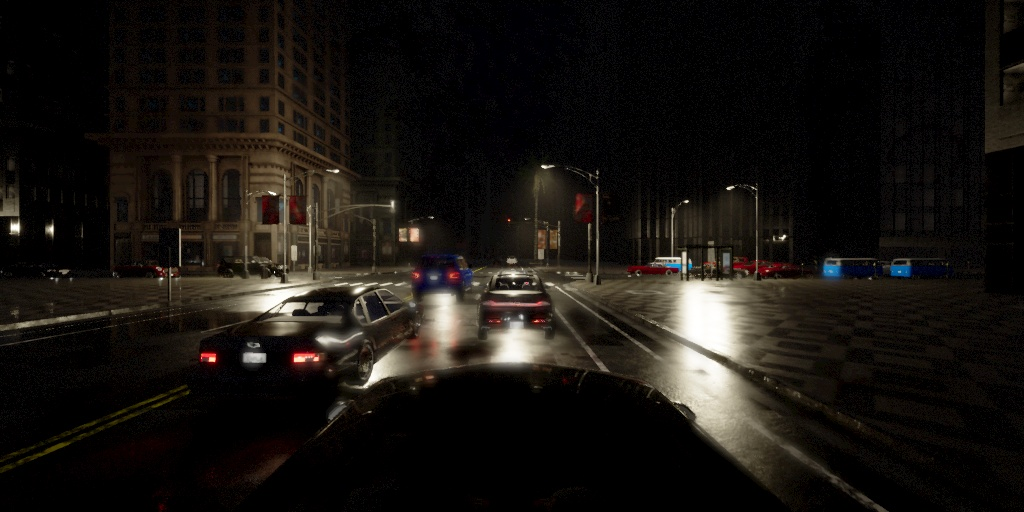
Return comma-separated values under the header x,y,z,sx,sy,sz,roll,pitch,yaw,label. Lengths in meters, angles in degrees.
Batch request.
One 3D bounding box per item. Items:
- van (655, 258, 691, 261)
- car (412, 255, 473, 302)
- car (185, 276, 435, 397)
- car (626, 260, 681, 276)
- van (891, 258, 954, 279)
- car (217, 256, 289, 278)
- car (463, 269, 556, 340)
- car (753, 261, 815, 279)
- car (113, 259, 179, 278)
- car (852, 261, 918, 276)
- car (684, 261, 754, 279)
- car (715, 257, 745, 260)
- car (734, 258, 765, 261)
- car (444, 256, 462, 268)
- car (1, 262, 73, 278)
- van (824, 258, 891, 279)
x,y,z,sx,sy,sz,roll,pitch,yaw,label
17.064,1.065,38.356,3.998,1.789,1.690,0,0,0,van
-3.152,0.972,17.153,2.150,2.045,5.566,0,0,0,car
-3.148,1.297,6.912,2.033,1.411,5.357,0,0,0,car
13.893,1.335,35.691,4.718,1.301,1.895,0,0,2,car
34.101,1.080,29.838,3.998,1.789,1.690,0,0,0,van
-23.445,0.996,32.529,5.566,2.045,2.150,0,0,0,car
0.093,1.240,9.981,2.128,1.511,4.902,0,0,0,car
22.747,1.326,29.833,4.207,1.307,1.802,0,0,0,car
-33.163,1.137,32.582,4.553,1.767,2.097,0,0,0,car
37.045,1.247,35.681,4.674,1.442,1.812,0,0,0,car
17.069,1.299,29.831,4.403,1.370,2.007,0,0,0,car
22.742,1.035,38.358,5.009,1.841,2.192,0,0,0,car
24.262,1.204,35.694,5.008,1.535,1.882,0,0,0,car
-9.835,0.974,60.141,2.150,2.045,5.566,0,0,0,car
-43.146,1.289,32.636,4.902,1.511,2.128,0,0,0,car
28.425,1.082,29.836,3.998,1.789,1.690,0,0,0,van
